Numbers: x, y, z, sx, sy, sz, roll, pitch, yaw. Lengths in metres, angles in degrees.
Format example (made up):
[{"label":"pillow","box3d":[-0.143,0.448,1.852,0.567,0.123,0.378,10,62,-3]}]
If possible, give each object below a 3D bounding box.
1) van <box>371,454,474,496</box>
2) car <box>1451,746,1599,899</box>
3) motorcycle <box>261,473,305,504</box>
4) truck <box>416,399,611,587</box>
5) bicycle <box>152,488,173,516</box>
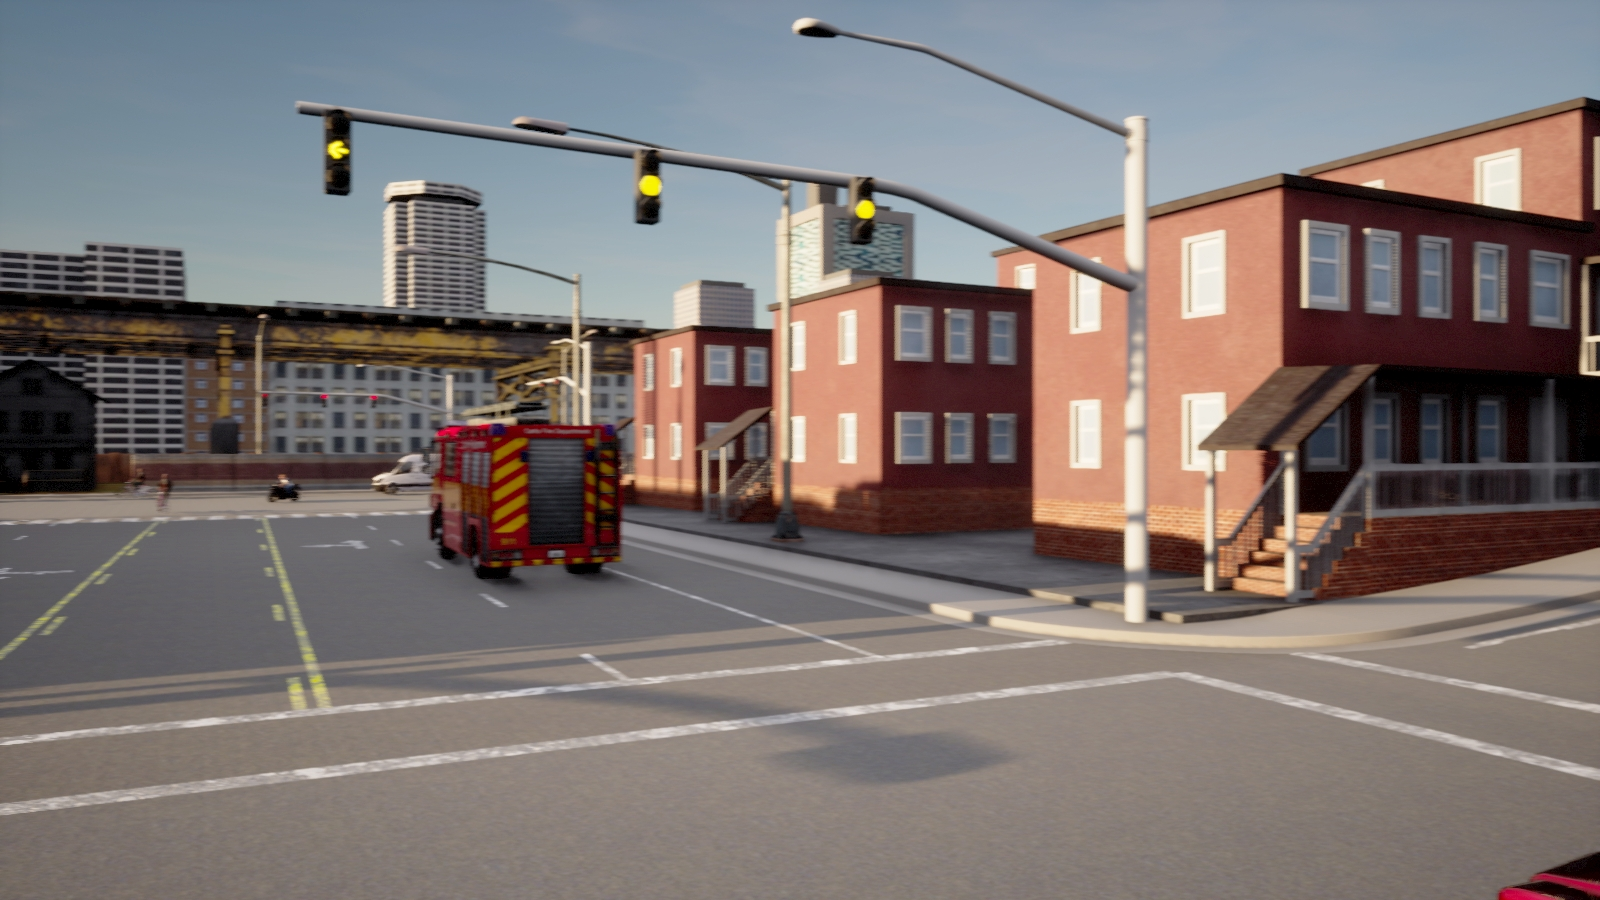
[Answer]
[{"label":"van","box3d":[-23.541,1.516,71.274,5.915,2.561,1.988,0,0,-26]},{"label":"car","box3d":[4.895,2.151,3.573,1.895,1.301,4.718,0,0,-26]},{"label":"motorcycle","box3d":[-27.184,2.022,60.110,0.803,1.505,2.033,2,1,24]},{"label":"truck","box3d":[-7.227,0.882,27.732,2.891,3.827,8.468,0,0,-26]},{"label":"bicycle","box3d":[-27.538,2.227,49.355,0.329,1.126,1.835,1,-1,-15]}]
